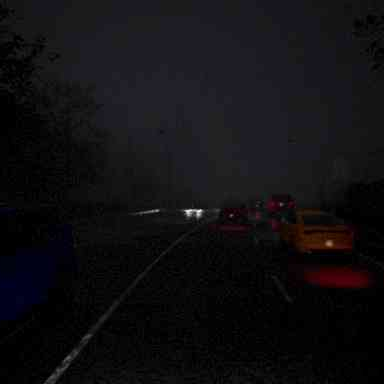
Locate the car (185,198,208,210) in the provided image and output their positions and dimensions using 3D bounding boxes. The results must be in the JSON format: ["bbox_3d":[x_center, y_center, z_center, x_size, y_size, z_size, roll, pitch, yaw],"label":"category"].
[{"bbox_3d":[0.648,1.467,42.216,1.994,1.385,4.181,0,0,18],"label":"car"}]

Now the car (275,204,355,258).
[{"bbox_3d":[4.607,1.463,12.888,1.882,1.535,5.008,0,0,7],"label":"car"}]

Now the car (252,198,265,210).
[{"bbox_3d":[7.903,1.428,41.176,2.128,1.511,4.902,0,0,18],"label":"car"}]

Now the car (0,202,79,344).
[{"bbox_3d":[-3.386,1.204,4.309,2.150,2.045,5.566,0,0,3],"label":"car"}]

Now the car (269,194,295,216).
[{"bbox_3d":[8.479,1.183,31.427,2.150,2.045,5.566,0,0,16],"label":"car"}]

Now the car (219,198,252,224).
[{"bbox_3d":[3.182,1.434,24.717,1.882,1.535,5.008,0,0,12],"label":"car"}]
